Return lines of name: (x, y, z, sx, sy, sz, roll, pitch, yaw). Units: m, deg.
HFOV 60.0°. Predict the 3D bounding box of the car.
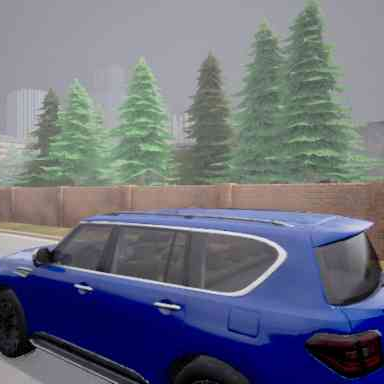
car: (-0.463, 1.224, 4.323, 5.566, 2.045, 2.150, 0, 0, 35)
